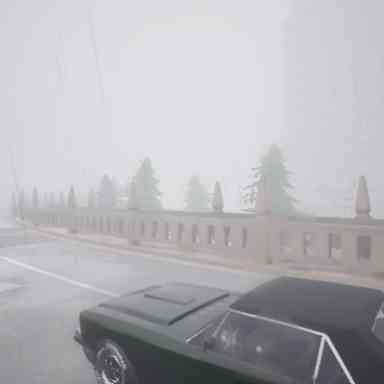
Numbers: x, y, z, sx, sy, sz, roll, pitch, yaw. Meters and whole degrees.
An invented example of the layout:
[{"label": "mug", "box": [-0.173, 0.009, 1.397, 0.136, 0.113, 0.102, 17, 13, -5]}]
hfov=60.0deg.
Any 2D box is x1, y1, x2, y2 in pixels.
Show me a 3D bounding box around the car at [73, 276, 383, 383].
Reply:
[{"label": "car", "box": [0.859, 1.630, 3.478, 4.718, 1.301, 1.895, -1, -1, 36]}]
